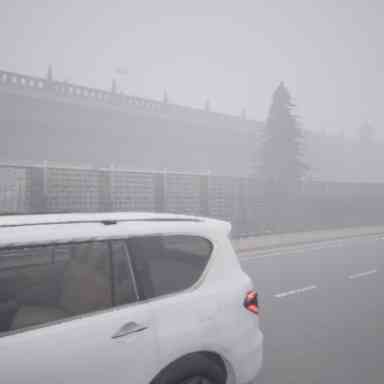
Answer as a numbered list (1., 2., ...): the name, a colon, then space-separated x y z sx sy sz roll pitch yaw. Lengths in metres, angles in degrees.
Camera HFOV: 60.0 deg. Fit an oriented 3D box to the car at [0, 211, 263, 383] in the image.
1. car: -1.877 1.223 2.636 5.566 2.045 2.150 1 -1 -35
